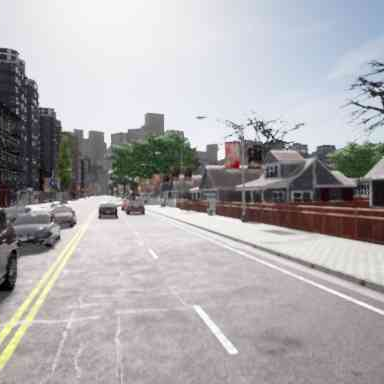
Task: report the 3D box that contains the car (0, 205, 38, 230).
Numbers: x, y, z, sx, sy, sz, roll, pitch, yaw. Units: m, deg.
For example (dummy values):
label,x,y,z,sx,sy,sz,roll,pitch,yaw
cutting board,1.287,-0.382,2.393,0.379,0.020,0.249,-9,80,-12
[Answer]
label,x,y,z,sx,sy,sz,roll,pitch,yaw
car,-13.186,1.842,25.181,1.882,1.535,5.008,-1,0,-15

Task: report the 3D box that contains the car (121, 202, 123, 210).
label,x,y,z,sx,sy,sz,roll,pitch,yaw
car,-9.560,1.863,50.416,2.097,1.767,4.553,-1,0,-15

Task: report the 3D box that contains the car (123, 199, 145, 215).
label,x,y,z,sx,sy,sz,roll,pitch,yaw
car,-6.991,1.761,40.796,2.097,1.767,4.553,-1,0,-14

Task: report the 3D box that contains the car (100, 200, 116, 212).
label,x,y,z,sx,sy,sz,roll,pitch,yaw
car,-12.280,2.021,48.332,2.128,1.511,4.902,-1,0,-15

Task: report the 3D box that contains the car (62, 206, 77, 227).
label,x,y,z,sx,sy,sz,roll,pitch,yaw
car,-9.936,1.854,25.590,1.812,1.442,4.674,-1,0,-14

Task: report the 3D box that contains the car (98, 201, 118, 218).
label,x,y,z,sx,sy,sz,roll,pitch,yaw
car,-8.865,1.867,35.167,1.882,1.535,5.008,-1,-1,-15

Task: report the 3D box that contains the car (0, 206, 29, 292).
label,x,y,z,sx,sy,sz,roll,pitch,yaw
car,-4.952,1.335,6.271,2.150,2.045,5.566,-1,-1,-15

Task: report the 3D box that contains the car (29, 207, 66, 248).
label,x,y,z,sx,sy,sz,roll,pitch,yaw
car,-7.445,1.726,15.908,1.837,1.490,4.892,-1,0,-15
